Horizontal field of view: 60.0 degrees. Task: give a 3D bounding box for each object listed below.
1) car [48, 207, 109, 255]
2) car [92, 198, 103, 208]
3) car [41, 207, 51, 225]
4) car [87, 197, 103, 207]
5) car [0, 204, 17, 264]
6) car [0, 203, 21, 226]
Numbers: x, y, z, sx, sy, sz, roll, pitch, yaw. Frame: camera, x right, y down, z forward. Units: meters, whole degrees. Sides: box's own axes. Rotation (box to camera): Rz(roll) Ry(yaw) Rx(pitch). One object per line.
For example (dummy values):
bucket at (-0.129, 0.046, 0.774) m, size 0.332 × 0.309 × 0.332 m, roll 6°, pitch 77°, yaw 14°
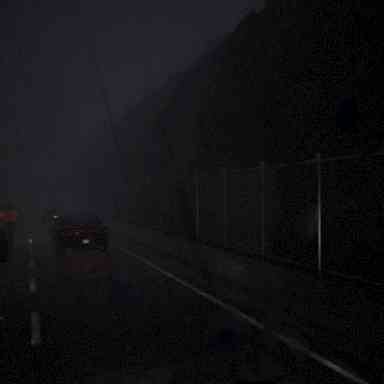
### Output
car at (-4.894, 1.642, 14.243) m, size 1.882 × 1.535 × 5.008 m, roll 0°, pitch 0°, yaw -26°
car at (-15.875, 2.328, 63.138) m, size 1.895 × 1.301 × 4.718 m, roll 0°, pitch -1°, yaw 36°
car at (-11.151, 1.872, 26.959) m, size 1.994 × 1.385 × 4.181 m, roll 0°, pitch -1°, yaw -26°
car at (-18.060, 1.983, 66.084) m, size 2.150 × 2.045 × 5.566 m, roll -1°, pitch -1°, yaw 36°
car at (-7.681, 1.486, 11.969) m, size 2.097 × 1.767 × 4.553 m, roll 0°, pitch -1°, yaw -26°
car at (-14.296, 1.637, 25.430) m, size 2.097 × 1.767 × 4.553 m, roll 0°, pitch -1°, yaw -26°
